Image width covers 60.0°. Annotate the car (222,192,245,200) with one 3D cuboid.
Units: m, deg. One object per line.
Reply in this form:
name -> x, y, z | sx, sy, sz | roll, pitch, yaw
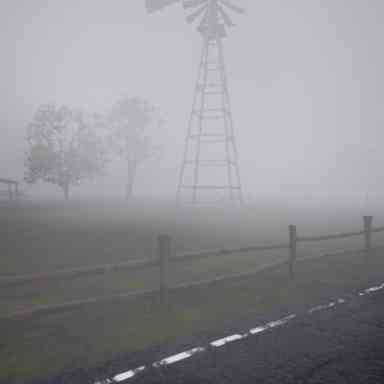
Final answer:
car -> 7.691, 0.711, 62.037 | 1.837, 1.490, 4.892 | 1, 0, -35
